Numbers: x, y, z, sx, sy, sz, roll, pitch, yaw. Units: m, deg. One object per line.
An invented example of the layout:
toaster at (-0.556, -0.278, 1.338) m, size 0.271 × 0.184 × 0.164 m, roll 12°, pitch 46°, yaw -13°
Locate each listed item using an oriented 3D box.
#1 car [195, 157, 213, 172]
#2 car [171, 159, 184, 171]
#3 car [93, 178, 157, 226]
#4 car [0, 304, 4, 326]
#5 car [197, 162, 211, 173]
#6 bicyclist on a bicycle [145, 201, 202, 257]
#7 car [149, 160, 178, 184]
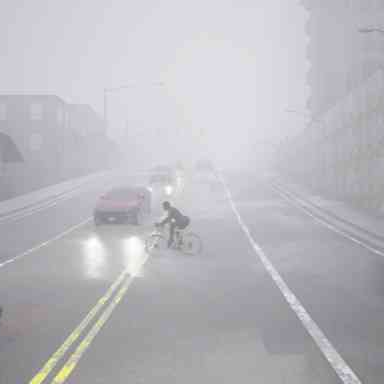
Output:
car at (1.472, -3.391, 39.899) m, size 2.097 × 1.767 × 4.553 m, roll 0°, pitch 6°, yaw 2°
car at (-2.080, -3.495, 42.866) m, size 2.128 × 1.511 × 4.902 m, roll 0°, pitch 4°, yaw 2°
car at (-3.091, 0.480, 15.608) m, size 1.882 × 1.535 × 5.008 m, roll 0°, pitch 7°, yaw 2°
car at (-3.573, 1.524, 2.195) m, size 2.033 × 1.411 × 5.357 m, roll 0°, pitch 1°, yaw 2°
car at (1.789, -3.621, 49.834) m, size 1.895 × 1.301 × 4.718 m, roll 0°, pitch 0°, yaw 2°
bicyclist on a bicycle at (-0.549, 1.081, 9.545) m, size 1.656 × 1.620 × 0.582 m, roll -2°, pitch 4°, yaw 2°
car at (-2.590, -1.619, 29.092) m, size 1.837 × 1.490 × 4.892 m, roll 0°, pitch 9°, yaw 2°
